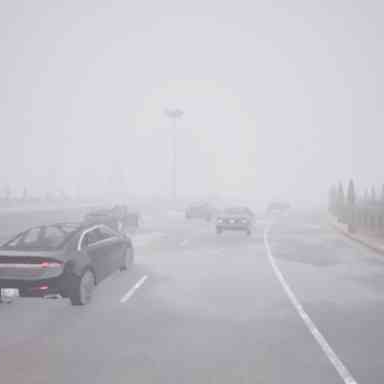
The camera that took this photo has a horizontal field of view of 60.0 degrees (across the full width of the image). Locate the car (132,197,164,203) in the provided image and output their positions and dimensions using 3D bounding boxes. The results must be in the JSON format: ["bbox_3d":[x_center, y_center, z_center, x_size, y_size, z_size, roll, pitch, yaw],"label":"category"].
[{"bbox_3d":[-5.734,1.473,46.313,1.882,1.535,5.008,0,0,28],"label":"car"}]

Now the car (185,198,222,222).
[{"bbox_3d":[0.916,1.457,25.697,2.128,1.511,4.902,0,0,17],"label":"car"}]

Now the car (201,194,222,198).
[{"bbox_3d":[2.937,1.257,54.097,2.150,2.045,5.566,0,-1,34],"label":"car"}]

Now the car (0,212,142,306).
[{"bbox_3d":[-2.817,1.464,7.984,2.128,1.511,4.902,0,0,5],"label":"car"}]

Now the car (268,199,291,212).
[{"bbox_3d":[10.100,1.513,38.498,1.812,1.442,4.674,0,0,28],"label":"car"}]

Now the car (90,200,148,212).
[{"bbox_3d":[-4.438,1.460,19.365,1.837,1.490,4.892,0,0,13],"label":"car"}]

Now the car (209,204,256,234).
[{"bbox_3d":[2.597,1.518,19.051,2.033,1.411,5.357,0,0,14],"label":"car"}]
